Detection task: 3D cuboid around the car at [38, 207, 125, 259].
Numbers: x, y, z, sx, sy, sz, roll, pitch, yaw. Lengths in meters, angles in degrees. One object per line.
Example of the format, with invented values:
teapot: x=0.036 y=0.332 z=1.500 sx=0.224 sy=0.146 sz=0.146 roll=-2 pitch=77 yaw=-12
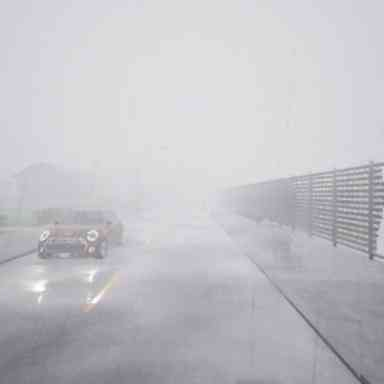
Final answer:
car: x=-4.024 y=1.423 z=12.786 sx=2.097 sy=1.767 sz=4.553 roll=0 pitch=0 yaw=0
